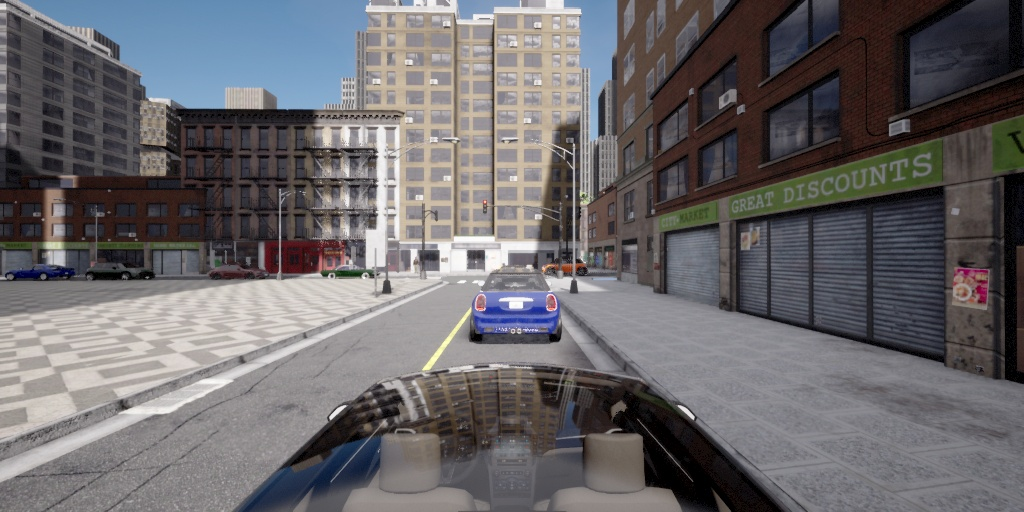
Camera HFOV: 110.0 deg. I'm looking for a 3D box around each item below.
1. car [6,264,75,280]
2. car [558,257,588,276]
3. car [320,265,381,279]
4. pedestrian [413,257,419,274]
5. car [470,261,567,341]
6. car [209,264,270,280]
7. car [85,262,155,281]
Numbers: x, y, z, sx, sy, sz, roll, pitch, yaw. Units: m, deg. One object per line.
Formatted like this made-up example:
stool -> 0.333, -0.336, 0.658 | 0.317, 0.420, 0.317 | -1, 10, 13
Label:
car -> -45.544, 1.531, 34.654 | 5.008, 1.535, 1.882 | 0, 0, -1
car -> 5.075, 1.040, 35.481 | 4.553, 1.767, 2.097 | -1, 0, -1
car -> -14.282, 1.443, 31.980 | 4.718, 1.301, 1.895 | 0, 0, -1
pedestrian -> -10.260, 0.970, 38.280 | 0.375, 1.860, 0.375 | 0, 0, -1
car -> 0.082, 1.101, 10.017 | 2.097, 1.767, 4.553 | 0, 0, 0
car -> -24.192, 1.439, 31.846 | 4.674, 1.442, 1.812 | -1, 0, -1
car -> -34.493, 1.332, 31.678 | 4.553, 1.767, 2.097 | 0, 0, -1
